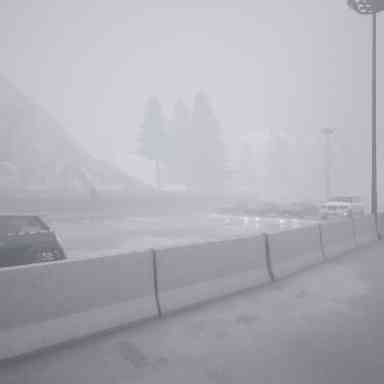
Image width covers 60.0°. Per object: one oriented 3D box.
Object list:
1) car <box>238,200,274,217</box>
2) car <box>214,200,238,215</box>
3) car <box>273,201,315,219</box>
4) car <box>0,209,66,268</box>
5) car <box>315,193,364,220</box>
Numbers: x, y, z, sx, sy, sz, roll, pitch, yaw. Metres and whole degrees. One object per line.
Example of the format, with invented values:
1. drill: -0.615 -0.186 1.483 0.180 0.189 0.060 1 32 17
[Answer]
1. car: 6.989 1.548 31.914 2.033 1.411 5.357 0 0 42
2. car: 4.604 1.547 34.495 2.033 1.411 5.357 0 0 42
3. car: 9.673 1.548 29.663 2.033 1.411 5.357 0 0 42
4. car: -5.802 1.352 8.600 4.553 1.767 2.097 0 0 -38
5. car: 12.579 1.206 27.662 2.150 2.045 5.566 0 0 41
